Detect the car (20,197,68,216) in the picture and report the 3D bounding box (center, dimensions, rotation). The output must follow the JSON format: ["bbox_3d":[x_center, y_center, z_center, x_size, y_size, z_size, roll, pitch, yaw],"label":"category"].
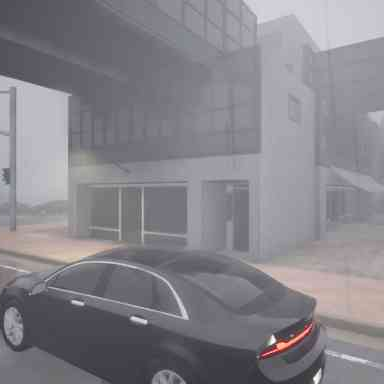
[{"bbox_3d":[-13.966,1.505,33.197,1.837,1.490,4.892,0,0,36],"label":"car"}]

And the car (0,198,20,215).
[{"bbox_3d":[-18.344,1.564,33.145,1.994,1.385,4.181,0,0,36],"label":"car"}]

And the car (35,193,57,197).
[{"bbox_3d":[-31.200,1.153,69.870,4.605,1.855,1.932,0,0,35],"label":"car"}]

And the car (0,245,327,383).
[{"bbox_3d":[-0.788,1.505,4.555,4.892,1.490,1.837,0,0,36],"label":"car"}]

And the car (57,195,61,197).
[{"bbox_3d":[-29.471,1.364,72.196,3.905,1.438,1.784,0,0,35],"label":"car"}]
